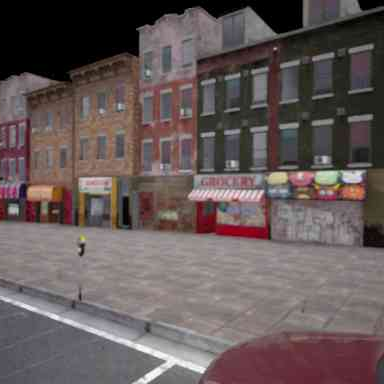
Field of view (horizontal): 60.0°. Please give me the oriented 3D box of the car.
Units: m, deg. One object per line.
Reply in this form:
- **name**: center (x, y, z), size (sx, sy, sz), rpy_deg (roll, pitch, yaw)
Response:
- **car**: center (2.133, 1.517, 1.758), size (4.674, 1.442, 1.812), rpy_deg (-1, 0, 36)
